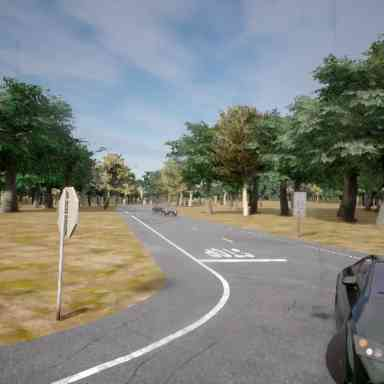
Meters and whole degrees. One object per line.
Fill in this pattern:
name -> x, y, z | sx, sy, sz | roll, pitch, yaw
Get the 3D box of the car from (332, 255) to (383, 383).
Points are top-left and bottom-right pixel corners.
car -> 3.105, 1.643, 4.618 | 1.994, 1.385, 4.181 | 1, -1, 22

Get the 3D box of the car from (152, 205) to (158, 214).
car -> -5.652, 2.963, 56.882 | 1.882, 1.535, 5.008 | 3, -2, -14

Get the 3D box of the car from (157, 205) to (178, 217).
car -> -3.410, 2.852, 48.032 | 1.895, 1.301, 4.718 | 3, -2, -13
